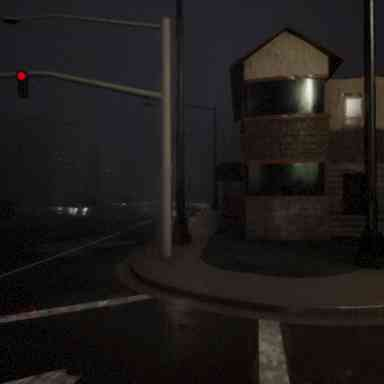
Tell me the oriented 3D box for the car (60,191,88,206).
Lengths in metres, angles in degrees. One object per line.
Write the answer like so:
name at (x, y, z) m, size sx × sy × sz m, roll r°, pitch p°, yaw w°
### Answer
car at (-15.992, 0.867, 45.886) m, size 2.150 × 2.045 × 5.566 m, roll 0°, pitch 0°, yaw 8°

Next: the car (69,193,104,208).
car at (-12.984, 1.188, 42.117) m, size 2.033 × 1.411 × 5.357 m, roll 0°, pitch 0°, yaw 8°

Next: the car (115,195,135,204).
car at (-11.070, 1.193, 55.706) m, size 2.033 × 1.411 × 5.357 m, roll 0°, pitch -1°, yaw 8°

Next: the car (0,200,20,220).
car at (-15.395, 1.544, 24.886) m, size 1.994 × 1.385 × 4.181 m, roll 0°, pitch 1°, yaw 8°

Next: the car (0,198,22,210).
car at (-18.076, 1.364, 30.992) m, size 1.882 × 1.535 × 5.008 m, roll 0°, pitch 1°, yaw 8°
